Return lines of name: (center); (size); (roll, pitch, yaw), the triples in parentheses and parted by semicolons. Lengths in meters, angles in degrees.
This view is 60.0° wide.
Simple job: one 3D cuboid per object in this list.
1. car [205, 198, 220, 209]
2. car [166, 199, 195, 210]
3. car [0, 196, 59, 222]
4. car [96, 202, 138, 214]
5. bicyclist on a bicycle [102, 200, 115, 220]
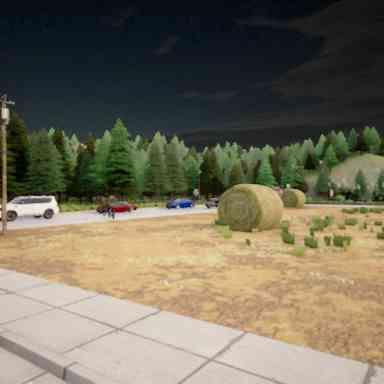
car: (3.804, 1.652, 47.594); (2.128, 1.511, 4.902); (0, 0, 37)
car: (-1.601, 1.659, 46.359); (1.882, 1.535, 5.008); (0, 0, 37)
car: (-14.472, 1.408, 28.997); (2.150, 2.045, 5.566); (0, 0, 36)
car: (-8.397, 1.785, 37.202); (1.895, 1.301, 4.718); (0, 0, 37)
bicyclist on a bicycle: (-6.751, 1.444, 26.851); (1.656, 1.620, 0.582); (-1, 0, 36)
